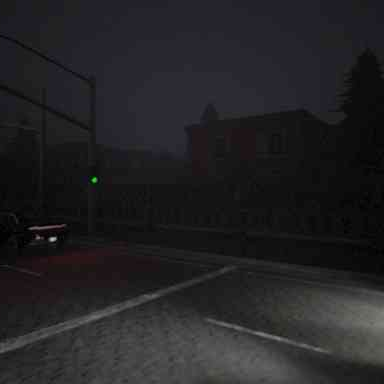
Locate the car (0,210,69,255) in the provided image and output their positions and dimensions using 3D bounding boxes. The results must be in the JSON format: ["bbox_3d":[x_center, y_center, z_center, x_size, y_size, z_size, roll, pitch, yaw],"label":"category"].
[{"bbox_3d":[-6.913,1.454,13.219,4.902,1.511,2.128,0,0,36],"label":"car"}]
